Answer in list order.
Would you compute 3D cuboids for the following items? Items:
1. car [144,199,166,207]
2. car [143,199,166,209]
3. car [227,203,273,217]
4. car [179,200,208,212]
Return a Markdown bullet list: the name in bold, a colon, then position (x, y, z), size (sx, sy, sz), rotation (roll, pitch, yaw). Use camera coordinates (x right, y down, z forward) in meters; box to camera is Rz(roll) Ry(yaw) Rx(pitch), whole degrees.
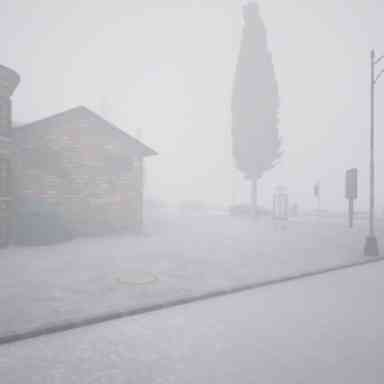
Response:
- **car**: position (-6.723, 1.939, 59.942), size (1.895, 1.301, 4.718), rotation (1, 0, -35)
- **car**: position (-5.831, 1.794, 51.533), size (1.837, 1.490, 4.892), rotation (1, 0, -35)
- **car**: position (6.047, 1.837, 34.847), size (2.033, 1.411, 5.357), rotation (1, 0, -36)
- **car**: position (0.156, 1.782, 43.102), size (2.128, 1.511, 4.902), rotation (1, -1, -35)
